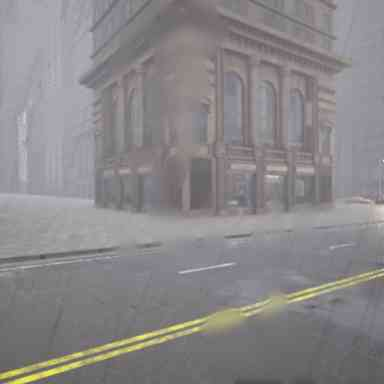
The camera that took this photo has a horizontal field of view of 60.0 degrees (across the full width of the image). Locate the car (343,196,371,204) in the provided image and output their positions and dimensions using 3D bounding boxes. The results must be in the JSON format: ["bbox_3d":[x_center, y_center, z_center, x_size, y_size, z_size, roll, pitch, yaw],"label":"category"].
[{"bbox_3d":[29.521,1.449,59.329,1.752,1.417,4.829,0,1,-36],"label":"car"}]

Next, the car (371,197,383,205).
[{"bbox_3d":[32.717,1.510,54.908,1.887,1.381,4.507,0,1,-36],"label":"car"}]

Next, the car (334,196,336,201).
[{"bbox_3d":[29.743,1.310,73.577,1.947,1.339,4.313,0,1,-36],"label":"car"}]
